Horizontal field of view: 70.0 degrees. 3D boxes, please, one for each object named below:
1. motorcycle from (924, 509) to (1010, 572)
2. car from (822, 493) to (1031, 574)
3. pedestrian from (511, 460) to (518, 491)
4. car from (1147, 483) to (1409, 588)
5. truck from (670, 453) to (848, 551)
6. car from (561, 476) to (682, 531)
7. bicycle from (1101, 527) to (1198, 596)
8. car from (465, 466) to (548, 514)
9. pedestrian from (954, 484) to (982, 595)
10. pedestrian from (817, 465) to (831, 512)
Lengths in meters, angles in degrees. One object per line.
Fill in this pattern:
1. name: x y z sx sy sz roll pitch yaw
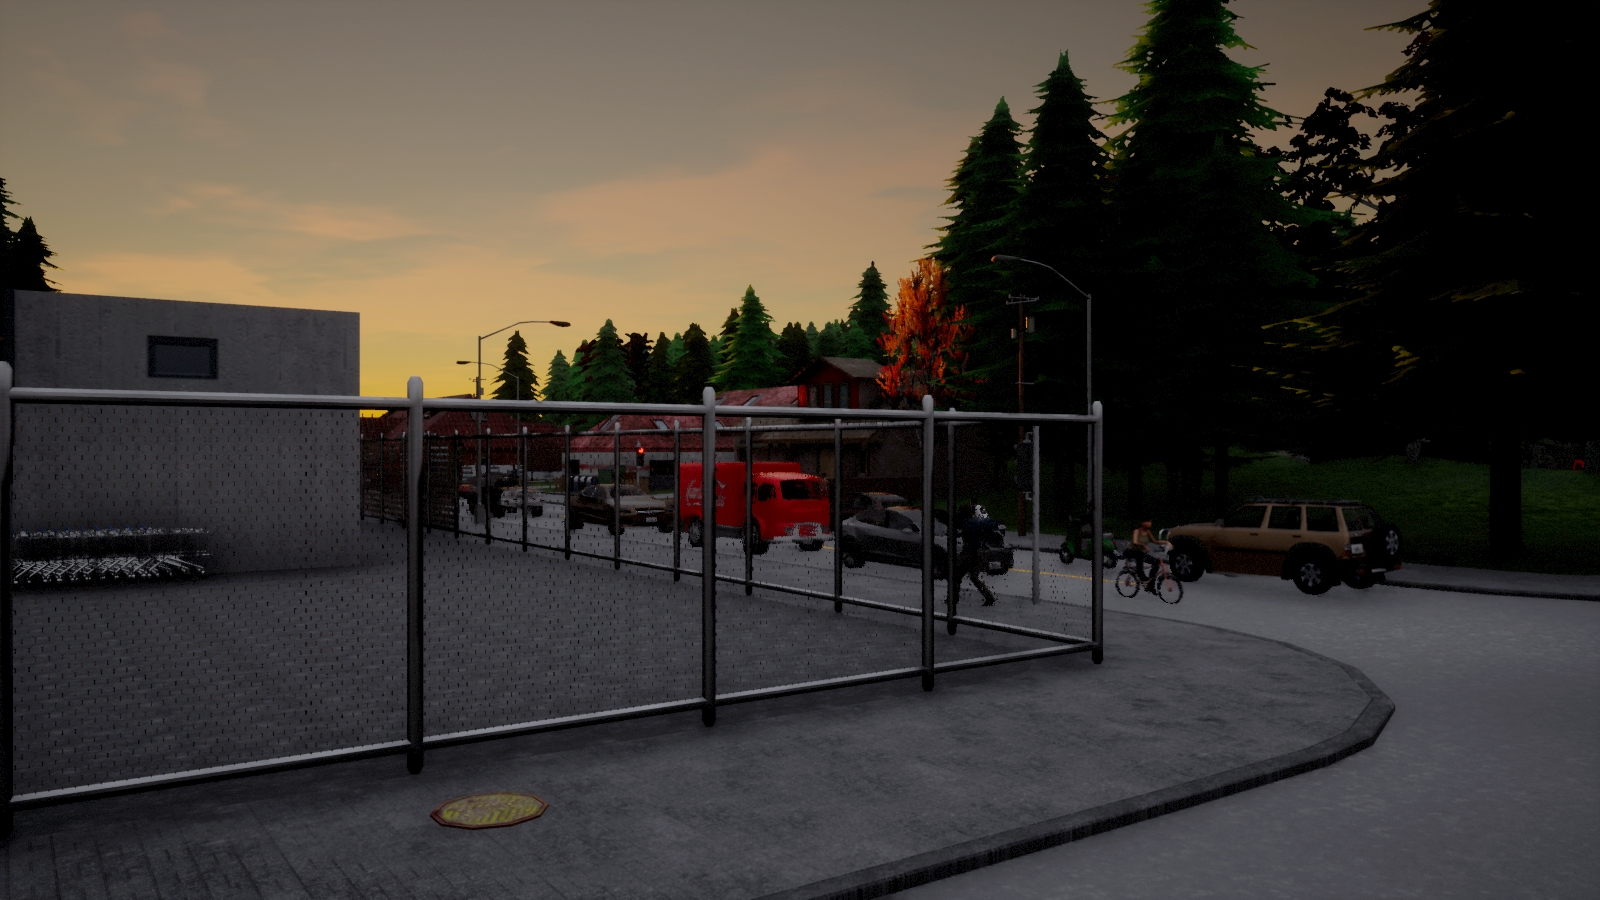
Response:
1. motorcycle: 3.660 1.959 25.125 0.856 1.236 1.805 0 0 -35
2. car: 2.792 1.840 26.361 2.163 1.488 4.792 0 0 -35
3. pedestrian: -17.149 1.519 68.568 0.375 1.860 0.375 0 0 -18
4. car: 9.645 1.636 23.432 1.932 1.855 4.605 0 -1 -35
5. truck: -1.262 1.342 32.169 2.627 2.467 5.204 0 0 -35
6. car: -6.238 1.769 39.341 2.152 1.651 5.027 0 0 -35
7. bicycle: 6.442 2.034 21.135 0.859 1.080 1.487 0 1 -35
8. car: -12.453 1.641 48.299 1.932 1.855 4.605 0 0 -35
9. pedestrian: 2.866 1.515 19.492 0.375 1.860 0.375 0 0 30
10. pedestrian: 0.952 1.521 45.333 0.375 1.860 0.375 0 0 -35
